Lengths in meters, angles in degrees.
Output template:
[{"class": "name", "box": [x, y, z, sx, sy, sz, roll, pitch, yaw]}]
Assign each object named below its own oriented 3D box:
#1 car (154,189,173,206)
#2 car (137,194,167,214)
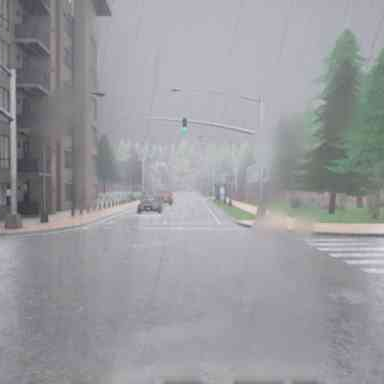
[{"class": "car", "box": [-3.603, 0.622, 42.749, 2.150, 2.045, 5.566, 0, 2, 0]}, {"class": "car", "box": [-3.604, 1.154, 29.439, 1.994, 1.385, 4.181, 0, 1, 0]}]
